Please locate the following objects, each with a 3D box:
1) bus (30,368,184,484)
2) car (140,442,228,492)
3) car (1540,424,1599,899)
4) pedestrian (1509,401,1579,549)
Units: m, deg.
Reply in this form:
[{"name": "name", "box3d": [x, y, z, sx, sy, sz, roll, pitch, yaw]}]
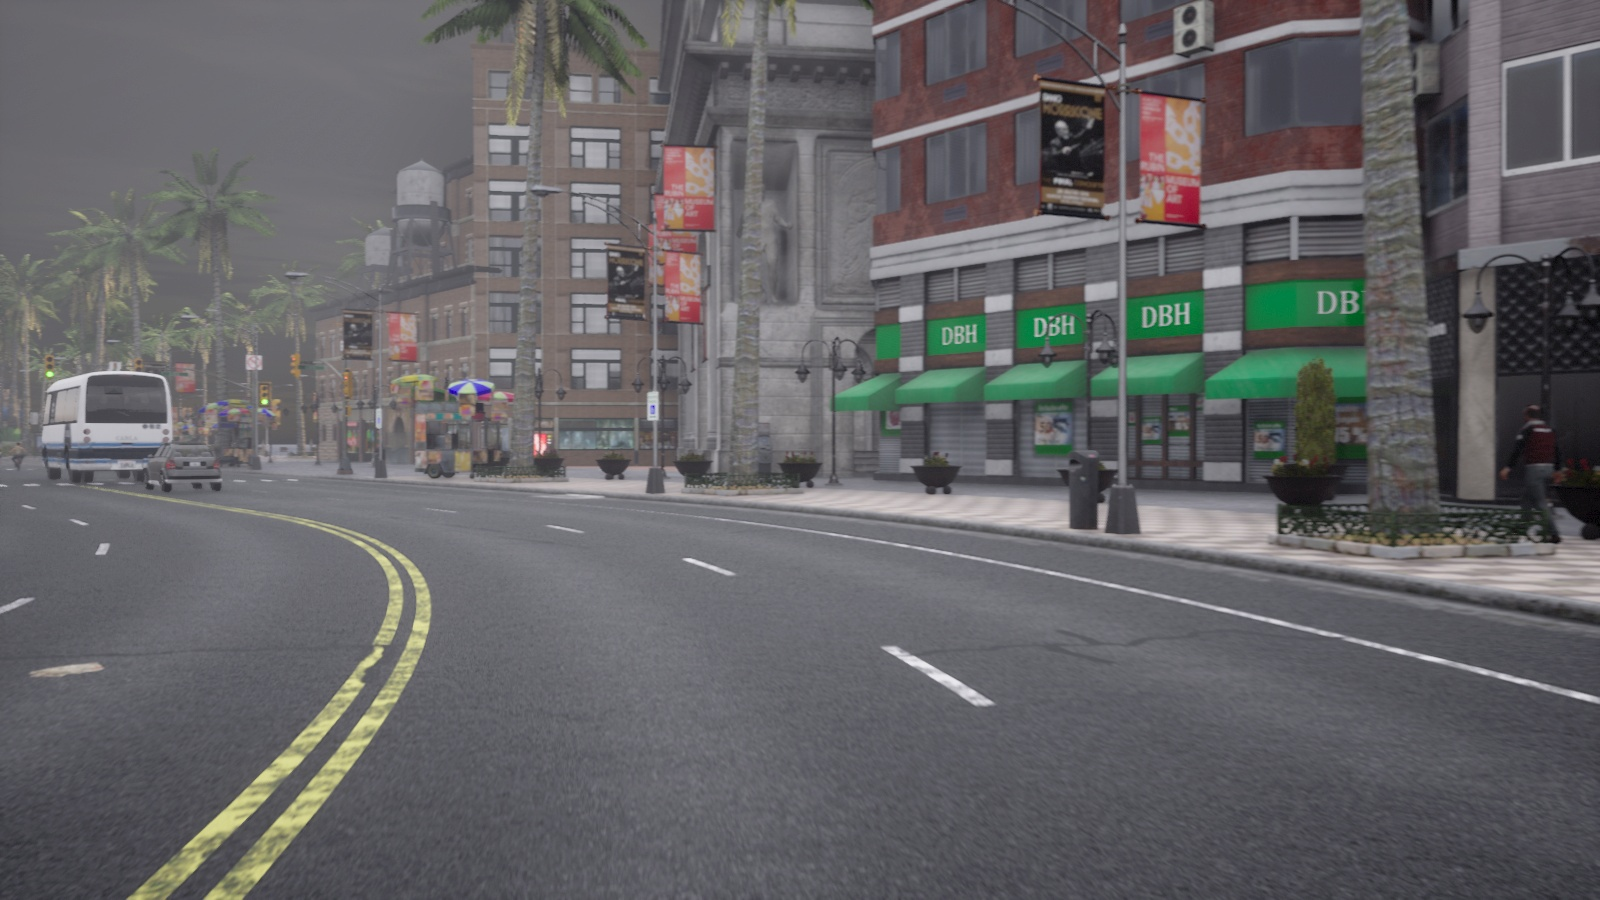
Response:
[{"name": "bus", "box3d": [-28.636, -0.914, 51.597, 3.944, 4.253, 10.273, 0, 0, -38]}, {"name": "car", "box3d": [-19.776, 0.503, 40.249, 1.789, 1.549, 3.705, 0, 0, -38]}, {"name": "car", "box3d": [3.441, 0.693, 1.476, 2.128, 1.511, 4.902, 0, 0, -2]}, {"name": "pedestrian", "box3d": [9.515, 0.310, 16.074, 0.376, 1.854, 0.720, 0, 0, -13]}]
